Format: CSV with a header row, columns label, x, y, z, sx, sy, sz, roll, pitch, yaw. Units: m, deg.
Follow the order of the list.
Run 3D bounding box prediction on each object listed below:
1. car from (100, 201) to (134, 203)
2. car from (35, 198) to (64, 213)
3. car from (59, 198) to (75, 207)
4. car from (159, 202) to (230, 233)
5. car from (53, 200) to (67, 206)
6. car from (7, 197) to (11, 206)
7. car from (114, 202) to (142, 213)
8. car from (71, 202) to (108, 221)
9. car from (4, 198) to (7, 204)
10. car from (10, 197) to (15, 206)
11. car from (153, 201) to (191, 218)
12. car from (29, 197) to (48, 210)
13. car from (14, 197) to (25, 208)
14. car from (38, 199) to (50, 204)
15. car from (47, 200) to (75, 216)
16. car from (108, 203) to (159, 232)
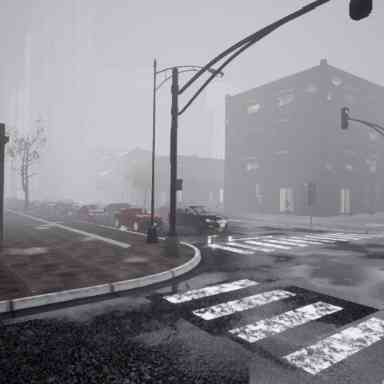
label,x,y,z,sx,sy,sz,roll,pitch,yaw
car,-6.334,1.705,29.829,1.837,1.490,4.892,1,-1,-35
car,-18.003,1.843,41.811,2.008,1.369,4.403,1,-1,-35
car,-25.191,2.115,66.899,1.967,1.590,4.097,1,-1,-35
car,0.282,1.593,20.358,2.128,1.511,4.902,1,-1,-35
car,-28.361,2.307,71.432,1.802,1.307,4.206,1,-1,-35
car,-35.230,2.131,66.635,1.947,1.339,4.313,1,-1,-35
car,-8.300,1.966,42.945,2.008,1.369,4.403,1,-1,-35
car,-8.548,1.730,28.232,1.802,1.307,4.206,1,-1,-35
car,-38.399,1.931,71.172,2.192,1.841,5.009,1,-1,-35
car,-32.060,2.081,62.100,1.947,1.339,4.313,1,-1,-35
car,-2.097,1.762,34.083,1.967,1.590,4.097,1,-1,-35
car,-22.679,1.891,48.572,1.752,1.417,4.829,1,-1,-35
car,-29.072,2.013,57.812,1.887,1.381,4.507,1,-1,-35
car,-37.967,2.404,85.177,1.752,1.417,4.829,1,-1,-35
car,-13.704,1.792,35.610,1.947,1.339,4.313,1,-1,-35
car,-3.390,1.616,20.855,1.887,1.381,4.507,1,-1,-35
